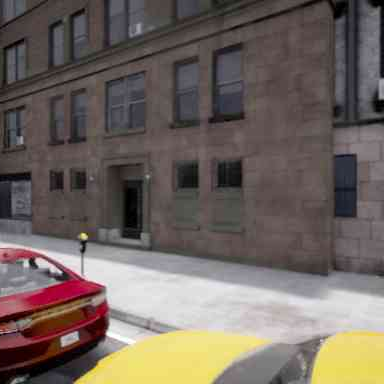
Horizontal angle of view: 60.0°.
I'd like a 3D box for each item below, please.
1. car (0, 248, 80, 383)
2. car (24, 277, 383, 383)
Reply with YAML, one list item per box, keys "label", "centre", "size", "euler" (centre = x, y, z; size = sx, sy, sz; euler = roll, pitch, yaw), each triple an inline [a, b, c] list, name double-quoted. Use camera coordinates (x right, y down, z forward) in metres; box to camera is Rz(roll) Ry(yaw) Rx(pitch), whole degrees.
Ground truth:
- label: "car"
  centre: [-3.213, 1.543, 5.102]
  size: [4.507, 1.381, 1.887]
  euler: [0, 0, 36]
- label: "car"
  centre: [1.141, 1.525, 1.995]
  size: [4.829, 1.417, 1.752]
  euler: [0, 0, 36]
